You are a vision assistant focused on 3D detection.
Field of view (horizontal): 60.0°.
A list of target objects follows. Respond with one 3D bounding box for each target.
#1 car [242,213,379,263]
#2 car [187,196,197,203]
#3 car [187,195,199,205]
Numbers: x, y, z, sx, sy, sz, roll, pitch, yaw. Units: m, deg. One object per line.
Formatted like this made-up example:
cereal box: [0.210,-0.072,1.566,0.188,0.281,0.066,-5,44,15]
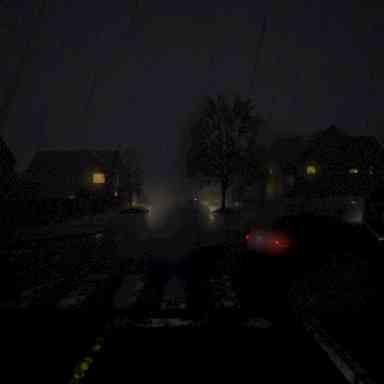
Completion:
car: [4.286,1.466,11.713,5.357,1.411,2.033,-2,2,-31]
car: [0.067,1.395,65.037,1.895,1.301,4.718,0,0,0]
car: [0.133,1.295,53.885,2.128,1.511,4.902,0,0,0]
